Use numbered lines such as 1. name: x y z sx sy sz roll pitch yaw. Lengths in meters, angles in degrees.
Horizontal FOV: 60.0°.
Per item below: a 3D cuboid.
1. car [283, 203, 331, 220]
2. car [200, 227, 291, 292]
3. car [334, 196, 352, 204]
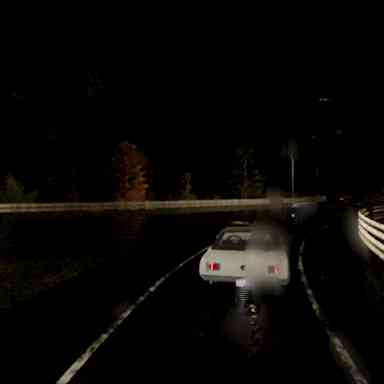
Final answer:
1. car: 9.744 1.559 27.946 4.718 1.301 1.895 0 0 -41
2. car: 1.556 1.585 8.991 1.895 1.301 4.718 0 0 13
3. car: 27.560 1.414 59.766 2.128 1.511 4.902 0 0 31
